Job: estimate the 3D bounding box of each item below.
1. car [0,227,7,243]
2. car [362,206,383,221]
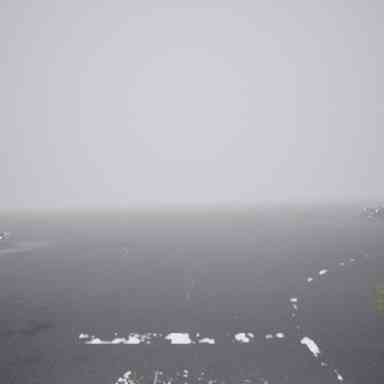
[{"bbox_3d":[-10.992,1.899,14.950,4.892,1.490,1.837,-2,2,0],"label":"car"},{"bbox_3d":[13.909,1.221,21.905,4.718,1.301,1.895,-1,2,0],"label":"car"}]
